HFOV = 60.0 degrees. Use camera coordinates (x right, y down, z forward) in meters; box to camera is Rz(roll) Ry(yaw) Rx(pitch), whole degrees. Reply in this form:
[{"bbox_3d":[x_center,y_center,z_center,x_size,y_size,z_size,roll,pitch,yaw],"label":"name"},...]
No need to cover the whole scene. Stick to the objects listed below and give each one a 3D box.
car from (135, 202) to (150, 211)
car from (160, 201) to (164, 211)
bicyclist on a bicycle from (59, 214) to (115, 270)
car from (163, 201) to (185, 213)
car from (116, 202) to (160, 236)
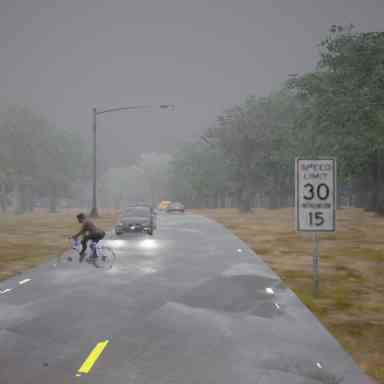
[{"bbox_3d":[-8.210,2.355,54.806,1.994,1.385,4.181,1,-2,-14],"label":"car"},{"bbox_3d":[-4.025,2.113,51.033,1.882,1.535,5.008,0,-2,-12],"label":"car"},{"bbox_3d":[-3.024,1.452,9.557,1.656,1.620,0.582,0,0,1],"label":"bicyclist on a bicycle"},{"bbox_3d":[-2.107,1.892,41.282,1.994,1.385,4.181,0,-2,-10],"label":"car"},{"bbox_3d":[-3.005,1.508,18.670,1.837,1.490,4.892,0,0,-3],"label":"car"}]
